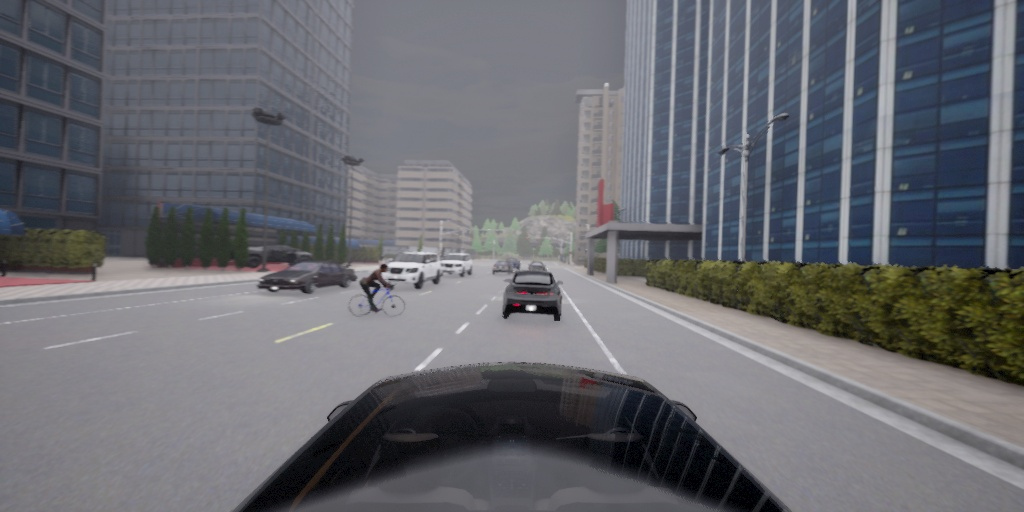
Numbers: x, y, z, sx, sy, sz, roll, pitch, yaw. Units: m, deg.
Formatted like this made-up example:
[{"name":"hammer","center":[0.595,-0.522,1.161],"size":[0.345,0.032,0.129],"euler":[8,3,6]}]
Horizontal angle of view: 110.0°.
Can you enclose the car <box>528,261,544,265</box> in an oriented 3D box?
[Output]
[{"name":"car","center":[2.618,1.298,37.937],"size":[1.812,1.442,4.674],"euler":[2,0,4]}]

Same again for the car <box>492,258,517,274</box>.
[{"name":"car","center":[-0.940,1.201,37.737],"size":[2.033,1.411,5.357],"euler":[2,0,5]}]

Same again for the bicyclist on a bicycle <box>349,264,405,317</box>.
[{"name":"bicyclist on a bicycle","center":[-4.042,1.050,10.804],"size":[1.656,1.620,0.582],"euler":[2,0,-8]}]

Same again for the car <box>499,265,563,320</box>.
[{"name":"car","center":[0.751,1.260,12.790],"size":[1.837,1.490,4.892],"euler":[2,0,4]}]

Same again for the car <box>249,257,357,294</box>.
[{"name":"car","center":[-9.609,0.946,17.461],"size":[2.033,1.411,5.357],"euler":[2,0,4]}]

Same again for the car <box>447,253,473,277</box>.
[{"name":"car","center":[-4.981,0.746,32.192],"size":[2.150,2.045,5.566],"euler":[2,0,5]}]

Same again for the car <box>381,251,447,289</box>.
[{"name":"car","center":[-5.808,0.741,21.283],"size":[2.150,2.045,5.566],"euler":[2,0,4]}]

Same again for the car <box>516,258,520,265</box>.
[{"name":"car","center":[0.086,1.014,51.718],"size":[2.097,1.767,4.553],"euler":[2,0,5]}]
